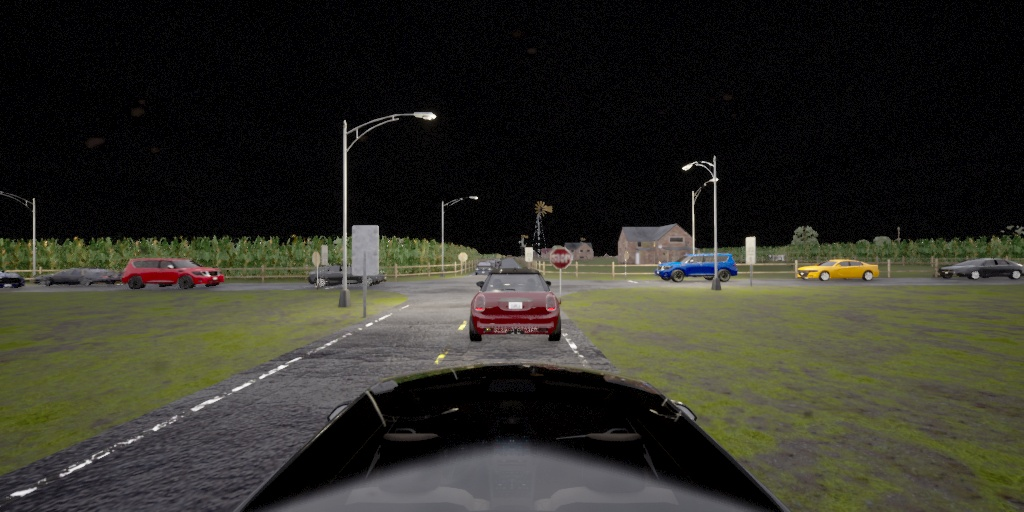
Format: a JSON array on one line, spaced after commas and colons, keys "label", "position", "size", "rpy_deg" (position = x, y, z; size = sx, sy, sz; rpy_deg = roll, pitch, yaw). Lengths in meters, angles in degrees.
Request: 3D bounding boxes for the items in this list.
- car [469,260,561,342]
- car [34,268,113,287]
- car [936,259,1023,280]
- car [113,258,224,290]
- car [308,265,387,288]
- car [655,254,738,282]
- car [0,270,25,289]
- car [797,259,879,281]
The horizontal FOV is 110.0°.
[{"label": "car", "position": [0.058, 1.103, 9.982], "size": [2.097, 1.767, 4.553], "rpy_deg": [0, 0, -1]}, {"label": "car", "position": [-32.571, 1.593, 27.153], "size": [5.357, 1.411, 2.033], "rpy_deg": [0, 0, 1]}, {"label": "car", "position": [34.233, 0.949, 26.230], "size": [4.892, 1.490, 1.837], "rpy_deg": [-1, 0, 0]}, {"label": "car", "position": [-22.663, 1.164, 24.068], "size": [5.566, 2.045, 2.150], "rpy_deg": [0, 0, 1]}, {"label": "car", "position": [-11.023, 1.343, 24.210], "size": [4.892, 1.490, 1.837], "rpy_deg": [-1, 0, -5]}, {"label": "car", "position": [13.564, 0.851, 26.519], "size": [5.566, 2.045, 2.150], "rpy_deg": [-1, 0, 0]}, {"label": "car", "position": [-36.206, 1.420, 24.261], "size": [4.553, 1.767, 2.097], "rpy_deg": [0, 0, 1]}, {"label": "car", "position": [23.871, 1.014, 26.377], "size": [5.008, 1.535, 1.882], "rpy_deg": [-1, 0, 1]}]
